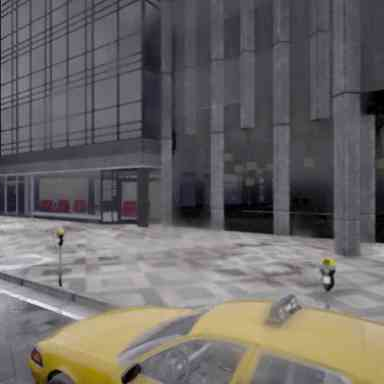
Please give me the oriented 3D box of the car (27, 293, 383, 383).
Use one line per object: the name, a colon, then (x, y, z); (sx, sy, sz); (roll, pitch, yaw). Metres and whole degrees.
car: (0.490, 1.524, 2.733); (4.829, 1.417, 1.752); (0, 0, 35)
